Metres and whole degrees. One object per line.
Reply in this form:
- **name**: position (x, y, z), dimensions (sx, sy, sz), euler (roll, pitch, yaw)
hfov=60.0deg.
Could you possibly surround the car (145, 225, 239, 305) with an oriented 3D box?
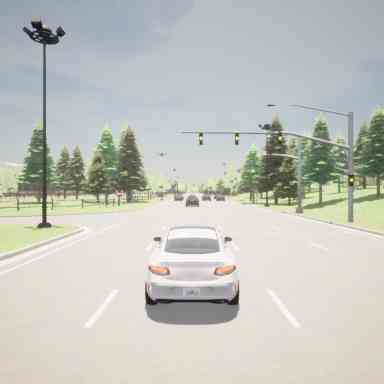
- **car**: position (0.017, 1.526, 7.956), dimensions (1.812, 1.442, 4.674), euler (0, 0, 0)

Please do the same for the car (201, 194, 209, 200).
- **car**: position (3.621, 1.372, 92.887), dimensions (2.033, 1.411, 5.357), euler (0, 0, 0)

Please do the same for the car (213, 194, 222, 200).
- **car**: position (7.121, 1.385, 92.883), dimensions (1.994, 1.385, 4.181), euler (0, 0, 0)

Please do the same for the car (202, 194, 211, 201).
- **car**: position (3.608, 1.348, 82.854), dimensions (2.097, 1.767, 4.553), euler (0, 0, 0)

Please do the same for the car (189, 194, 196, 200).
- **car**: position (0.121, 1.332, 92.892), dimensions (1.837, 1.490, 4.892), euler (0, 0, 0)

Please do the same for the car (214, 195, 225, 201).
- **car**: position (7.108, 1.517, 82.463), dimensions (2.128, 1.511, 4.902), euler (0, 0, 0)

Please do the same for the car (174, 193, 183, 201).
- **car**: position (-3.392, 1.544, 82.860), dimensions (1.994, 1.385, 4.181), euler (0, 0, 0)

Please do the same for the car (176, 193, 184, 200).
- **car**: position (-3.379, 1.187, 92.866), dimensions (2.097, 1.767, 4.553), euler (0, 0, 0)

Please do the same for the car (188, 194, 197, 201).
- **car**: position (0.108, 1.348, 82.858), dimensions (2.097, 1.767, 4.553), euler (0, 0, 0)

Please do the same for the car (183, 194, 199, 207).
- **car**: position (0.068, 1.352, 51.829), dimensions (2.097, 1.767, 4.553), euler (0, 0, 0)
